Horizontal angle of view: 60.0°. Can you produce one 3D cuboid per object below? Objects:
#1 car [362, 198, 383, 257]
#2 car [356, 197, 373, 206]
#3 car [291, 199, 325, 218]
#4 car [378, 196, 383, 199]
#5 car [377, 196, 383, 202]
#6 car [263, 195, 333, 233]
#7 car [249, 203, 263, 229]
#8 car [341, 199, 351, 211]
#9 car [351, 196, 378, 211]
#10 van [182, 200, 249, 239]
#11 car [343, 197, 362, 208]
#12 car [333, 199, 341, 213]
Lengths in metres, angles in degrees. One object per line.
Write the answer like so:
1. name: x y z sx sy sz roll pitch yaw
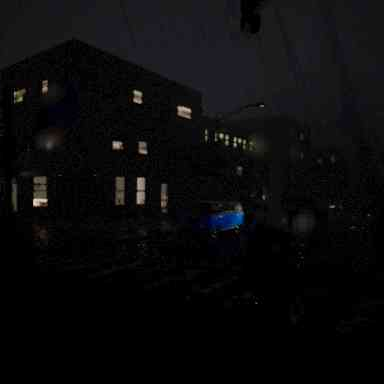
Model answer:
1. car: 7.965 1.316 12.215 2.192 1.841 5.009 0 0 35
2. car: 29.917 1.586 57.601 2.008 1.369 4.403 0 0 35
3. car: 10.727 1.437 30.578 1.967 1.590 4.097 0 0 35
4. car: 42.710 1.621 75.617 2.008 1.369 4.403 0 0 35
5. car: 45.908 1.626 80.121 1.887 1.381 4.507 0 0 35
6. car: 6.650 1.215 20.357 2.150 2.045 5.566 0 0 35
7. car: 4.330 1.430 21.569 1.967 1.590 4.097 0 0 35
8. car: 17.123 1.557 39.585 2.008 1.369 4.403 0 0 35
9. car: 20.500 1.519 39.763 1.837 1.490 4.892 0 0 36
10. van: 1.132 1.329 17.065 1.690 1.788 3.998 0 0 35
11. car: 23.421 1.545 48.454 1.752 1.417 4.829 0 0 35
12. car: 13.925 1.552 35.080 2.008 1.369 4.403 0 0 35
